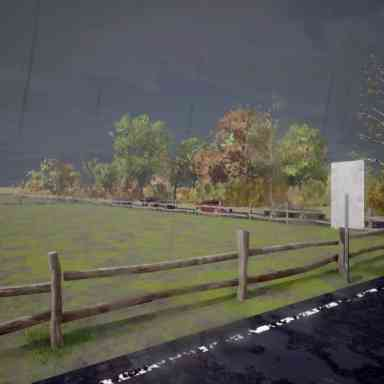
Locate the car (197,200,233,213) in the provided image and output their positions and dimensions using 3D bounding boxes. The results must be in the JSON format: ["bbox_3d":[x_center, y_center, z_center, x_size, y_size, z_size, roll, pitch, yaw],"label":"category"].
[{"bbox_3d":[2.244,1.565,34.844,1.812,1.442,4.674,0,0,-34],"label":"car"}]

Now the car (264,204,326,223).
[{"bbox_3d":[8.081,1.628,26.406,1.895,1.301,4.718,0,0,-35],"label":"car"}]

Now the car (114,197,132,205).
[{"bbox_3d":[-12.540,1.590,61.227,2.033,1.411,5.357,0,0,-35],"label":"car"}]

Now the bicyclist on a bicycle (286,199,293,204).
[{"bbox_3d":[9.956,1.491,34.192,1.656,1.620,0.582,0,0,-35],"label":"bicyclist on a bicycle"}]

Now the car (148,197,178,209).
[{"bbox_3d":[-3.521,1.609,43.202,1.994,1.385,4.181,0,0,-34],"label":"car"}]

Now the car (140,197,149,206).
[{"bbox_3d":[-6.594,1.525,52.714,1.882,1.535,5.008,0,0,-34],"label":"car"}]
